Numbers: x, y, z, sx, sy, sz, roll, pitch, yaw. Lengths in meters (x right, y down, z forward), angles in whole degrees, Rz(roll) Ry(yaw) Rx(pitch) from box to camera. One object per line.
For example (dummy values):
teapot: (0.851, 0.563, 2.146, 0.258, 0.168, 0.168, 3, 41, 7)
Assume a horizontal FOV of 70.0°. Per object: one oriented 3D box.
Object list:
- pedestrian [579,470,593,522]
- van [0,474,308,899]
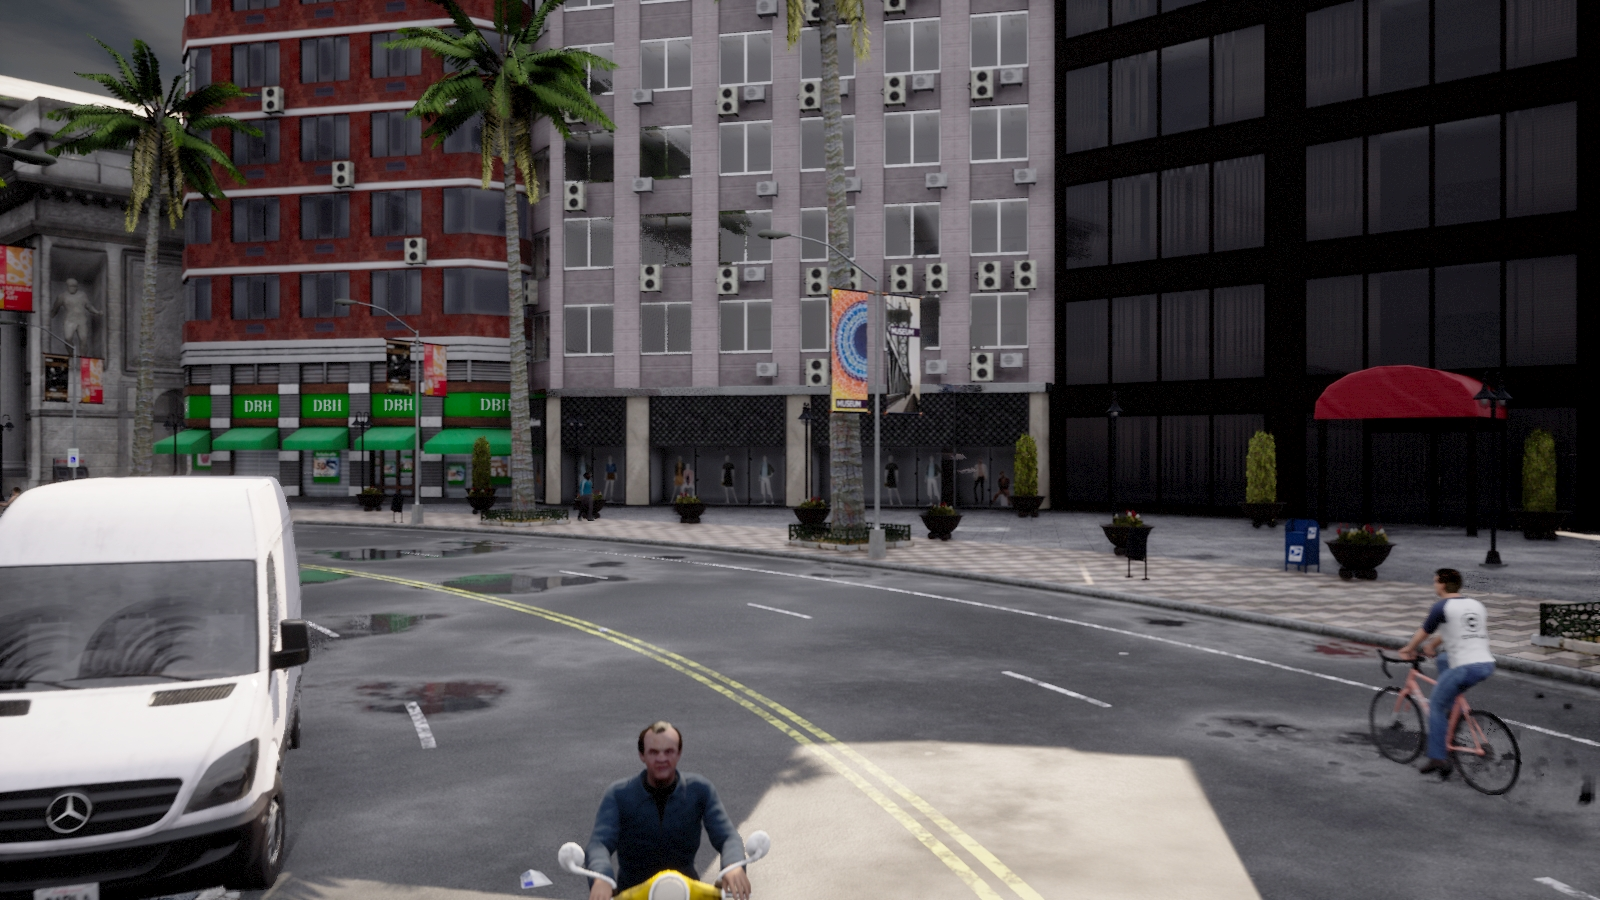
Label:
pedestrian: (-7.784, 1.680, 41.549, 0.375, 1.860, 0.375, 0, 0, -44)
van: (-5.010, 1.531, 8.867, 1.988, 2.561, 5.915, 0, 0, -21)
